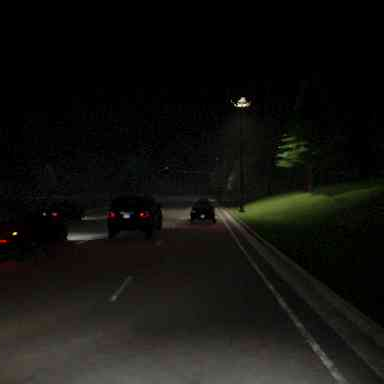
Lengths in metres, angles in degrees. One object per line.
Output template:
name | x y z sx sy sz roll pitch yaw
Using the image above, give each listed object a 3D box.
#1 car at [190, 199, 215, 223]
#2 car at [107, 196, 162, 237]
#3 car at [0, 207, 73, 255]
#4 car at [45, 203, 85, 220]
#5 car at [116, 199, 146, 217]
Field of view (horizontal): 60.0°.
car | 0.823 1.519 25.623 1.812 1.442 4.674 0 0 2
car | -2.966 1.214 18.175 2.150 2.045 5.566 0 0 2
car | -6.624 1.516 13.186 1.812 1.442 4.674 0 0 2
car | -9.719 1.531 24.717 2.033 1.411 5.357 0 0 2
car | -5.900 1.463 32.687 1.882 1.535 5.008 0 0 2
